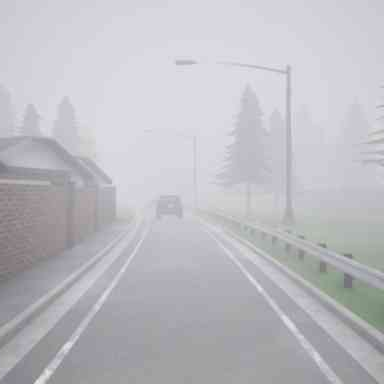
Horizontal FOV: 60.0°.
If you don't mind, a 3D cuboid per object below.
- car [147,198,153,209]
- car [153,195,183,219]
[{"bbox_3d":[-5.232,1.555,46.613,2.128,1.511,4.902,0,0,-12],"label":"car"},{"bbox_3d":[-2.062,1.260,29.334,2.150,2.045,5.566,0,0,-8],"label":"car"}]
